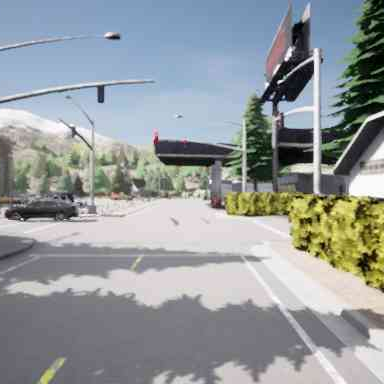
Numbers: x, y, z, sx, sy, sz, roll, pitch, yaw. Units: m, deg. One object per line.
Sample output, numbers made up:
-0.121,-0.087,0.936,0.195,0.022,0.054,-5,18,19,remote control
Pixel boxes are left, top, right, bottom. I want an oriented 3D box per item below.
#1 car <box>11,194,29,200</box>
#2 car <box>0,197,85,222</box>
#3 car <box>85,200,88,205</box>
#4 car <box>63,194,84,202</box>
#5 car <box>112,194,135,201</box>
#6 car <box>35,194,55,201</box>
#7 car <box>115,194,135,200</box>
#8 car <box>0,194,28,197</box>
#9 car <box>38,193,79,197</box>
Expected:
-42.607,1.307,82.523,3.633,1.501,1.845,0,0,-1,car
-10.415,1.266,23.285,4.892,1.490,1.837,0,0,-3,car
-16.219,1.324,45.314,3.806,1.475,1.970,0,0,-1,car
-24.095,1.265,67.673,3.633,1.501,1.845,0,0,-1,car
-16.500,1.266,79.571,5.027,1.636,2.152,0,0,-1,car
-35.167,1.320,79.592,3.806,1.475,1.970,0,0,-1,car
-16.574,1.273,82.707,4.514,1.523,2.007,0,0,-1,car
-24.698,1.061,45.219,4.605,1.855,1.932,0,0,-1,car
-16.808,1.043,41.985,3.866,1.878,1.905,0,0,-1,car
